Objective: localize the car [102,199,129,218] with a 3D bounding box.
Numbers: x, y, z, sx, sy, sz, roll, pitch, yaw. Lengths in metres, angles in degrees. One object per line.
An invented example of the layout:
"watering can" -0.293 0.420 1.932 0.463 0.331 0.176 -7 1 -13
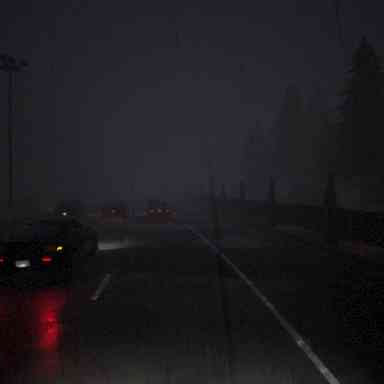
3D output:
"car" -6.415 1.328 28.080 1.882 1.535 5.008 0 0 -8

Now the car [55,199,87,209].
"car" -9.830 1.367 27.213 1.837 1.490 4.892 0 0 -8

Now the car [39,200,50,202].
"car" -19.720 1.298 46.500 1.812 1.442 4.674 0 1 -8

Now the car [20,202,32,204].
"car" -23.506 1.261 48.417 2.128 1.511 4.902 0 0 -8

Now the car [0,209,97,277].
"car" -4.124 1.476 9.985 1.812 1.442 4.674 0 0 -5

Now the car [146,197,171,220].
"car" -2.679 1.398 26.603 2.033 1.411 5.357 0 0 -8
